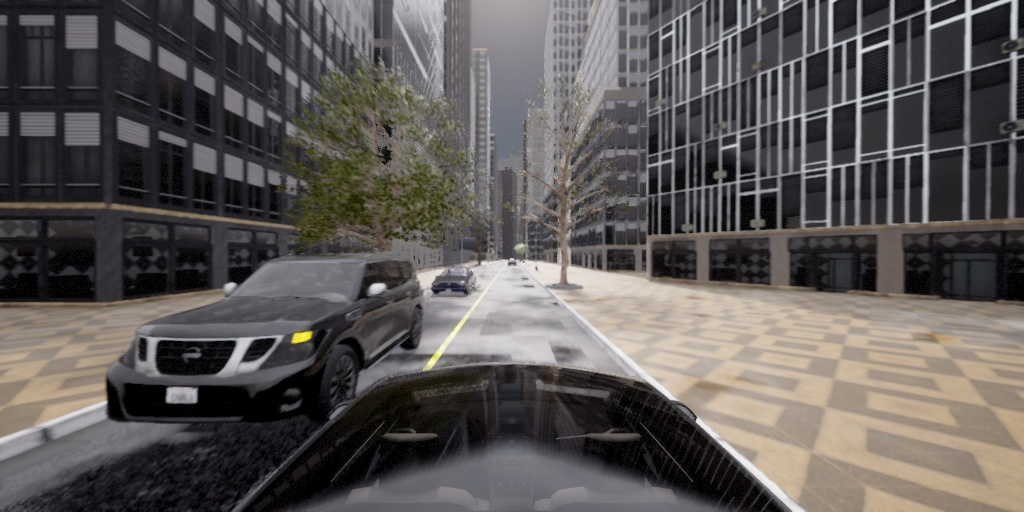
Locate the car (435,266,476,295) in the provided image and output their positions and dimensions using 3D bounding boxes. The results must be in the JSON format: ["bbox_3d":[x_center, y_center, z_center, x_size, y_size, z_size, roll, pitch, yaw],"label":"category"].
[{"bbox_3d":[-3.074,1.296,20.095,2.033,1.411,5.357,0,0,0],"label":"car"}]

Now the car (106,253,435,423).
[{"bbox_3d":[-3.089,0.965,6.151,2.150,2.045,5.566,0,0,1],"label":"car"}]
